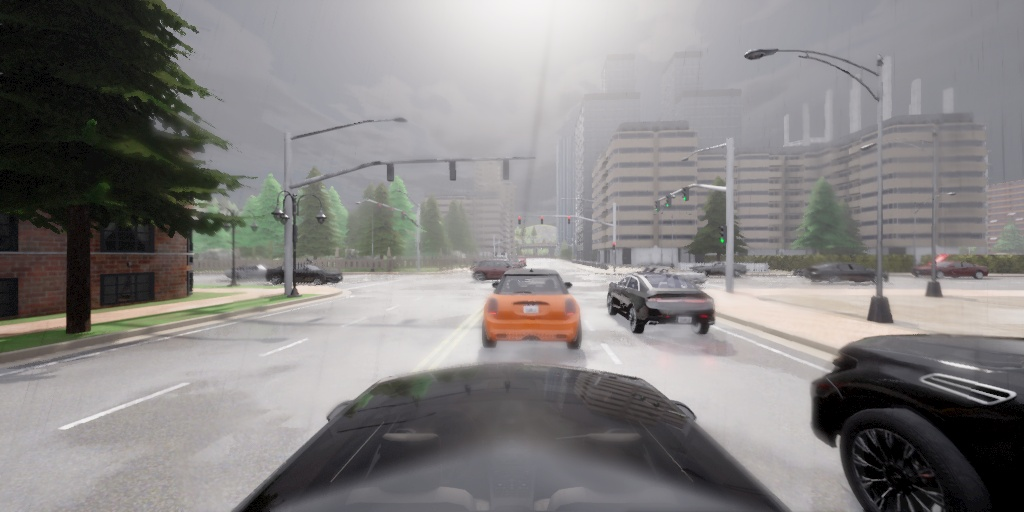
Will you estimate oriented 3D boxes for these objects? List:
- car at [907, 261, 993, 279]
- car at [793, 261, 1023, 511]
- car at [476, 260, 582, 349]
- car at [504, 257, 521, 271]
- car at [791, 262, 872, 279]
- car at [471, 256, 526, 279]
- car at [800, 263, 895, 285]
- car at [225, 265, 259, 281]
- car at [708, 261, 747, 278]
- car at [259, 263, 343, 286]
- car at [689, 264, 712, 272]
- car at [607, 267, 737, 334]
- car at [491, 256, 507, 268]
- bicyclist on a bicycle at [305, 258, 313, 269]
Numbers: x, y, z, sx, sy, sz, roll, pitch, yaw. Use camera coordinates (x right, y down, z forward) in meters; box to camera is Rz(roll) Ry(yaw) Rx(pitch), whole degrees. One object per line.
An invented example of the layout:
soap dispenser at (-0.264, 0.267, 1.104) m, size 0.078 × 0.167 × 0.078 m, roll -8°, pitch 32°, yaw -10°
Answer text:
car at (38.752, 1.224, 31.805) m, size 5.008 × 1.535 × 1.882 m, roll 0°, pitch 0°, yaw 4°
car at (3.708, 0.972, 0.741) m, size 2.150 × 2.045 × 5.566 m, roll 0°, pitch 0°, yaw 0°
car at (0.517, 1.101, 9.350) m, size 2.097 × 1.767 × 4.553 m, roll 0°, pitch 0°, yaw 3°
car at (0.134, 1.097, 50.038) m, size 2.097 × 1.767 × 4.553 m, roll 0°, pitch 0°, yaw 4°
car at (28.849, 1.294, 32.526) m, size 5.357 × 1.411 × 2.033 m, roll 0°, pitch 0°, yaw 4°
car at (-0.684, 1.099, 27.433) m, size 4.553 × 1.767 × 2.097 m, roll 0°, pitch 0°, yaw 4°
car at (23.870, 1.252, 25.665) m, size 4.892 × 1.490 × 1.837 m, roll 0°, pitch 0°, yaw 4°
car at (-20.120, 1.348, 28.838) m, size 4.718 × 1.301 × 1.895 m, roll 0°, pitch 0°, yaw 4°
car at (19.001, 1.238, 33.236) m, size 4.902 × 1.511 × 2.128 m, roll 0°, pitch 0°, yaw 4°
car at (-14.288, 1.225, 24.832) m, size 5.008 × 1.535 × 1.882 m, roll 0°, pitch 0°, yaw 6°
car at (9.863, 1.348, 23.164) m, size 4.718 × 1.301 × 1.895 m, roll 0°, pitch 0°, yaw 4°
car at (4.092, 1.240, 10.578) m, size 2.128 × 1.511 × 4.902 m, roll 0°, pitch 0°, yaw 4°
car at (-2.274, 0.964, 64.663) m, size 2.150 × 2.045 × 5.566 m, roll 0°, pitch 0°, yaw 4°
bicyclist on a bicycle at (-22.760, 1.046, 40.035) m, size 0.582 × 1.620 × 1.656 m, roll 0°, pitch 0°, yaw 4°
